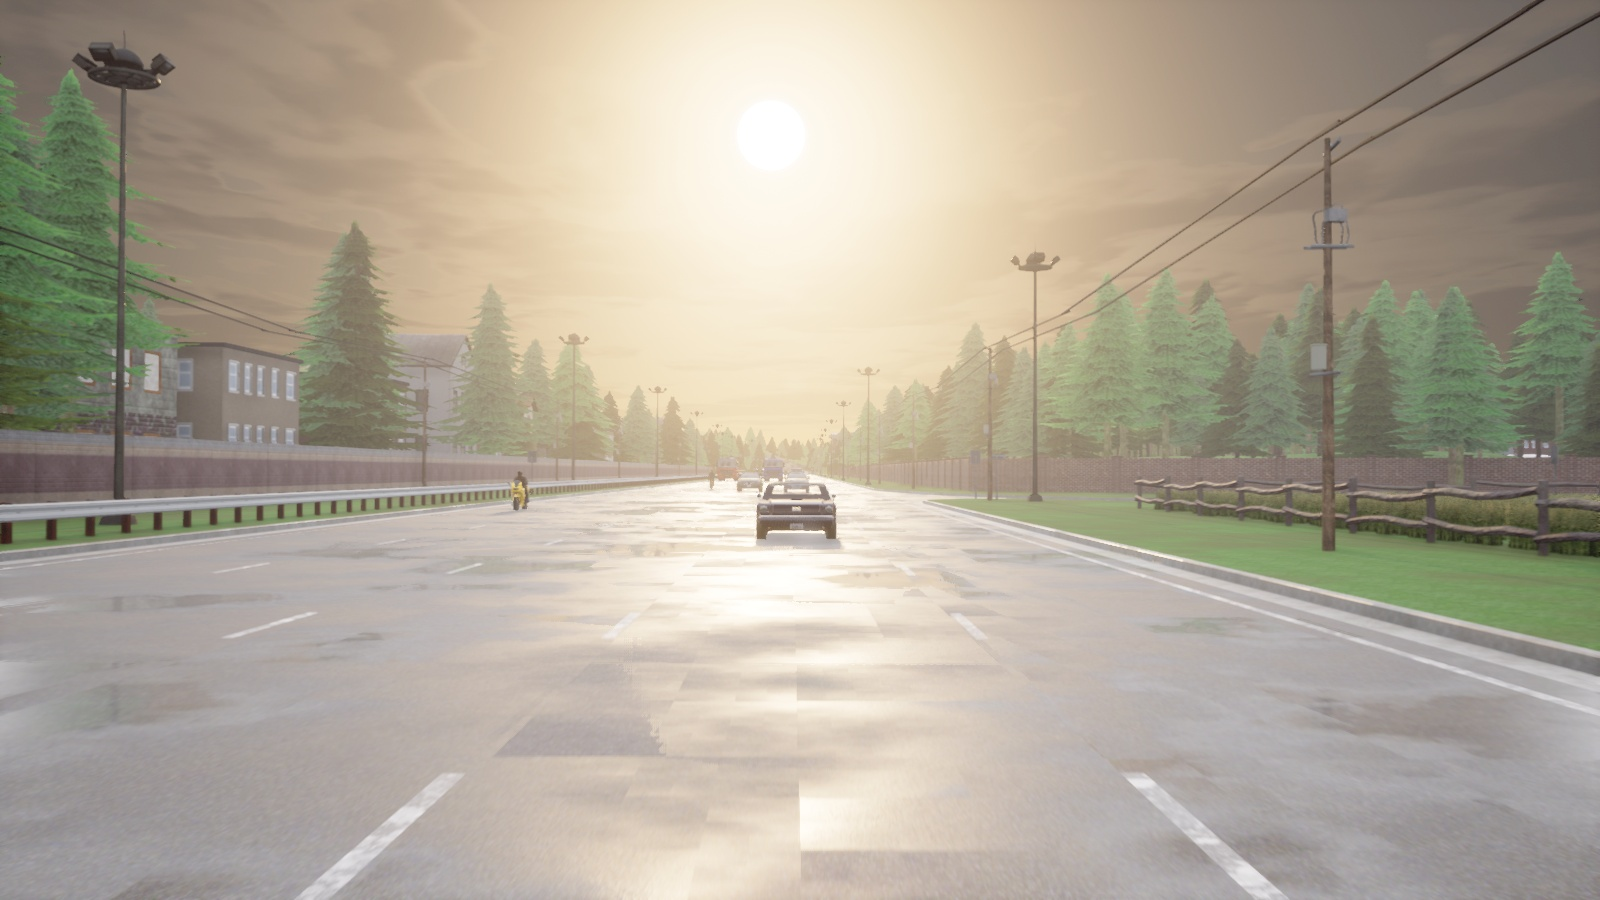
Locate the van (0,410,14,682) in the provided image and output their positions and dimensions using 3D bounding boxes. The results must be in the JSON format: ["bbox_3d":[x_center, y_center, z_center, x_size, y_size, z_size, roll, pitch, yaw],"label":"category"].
[{"bbox_3d":[-7.019,0.689,7.317,2.069,2.038,4.480,0,-1,0],"label":"van"}]

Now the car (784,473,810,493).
[{"bbox_3d":[-0.224,2.398,93.133,1.812,1.442,4.674,0,-1,0],"label":"car"}]

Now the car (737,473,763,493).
[{"bbox_3d":[-3.727,2.437,94.526,1.812,1.442,4.674,0,-1,0],"label":"car"}]

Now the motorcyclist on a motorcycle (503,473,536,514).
[{"bbox_3d":[-10.614,1.636,47.632,0.797,1.523,2.044,0,-1,0],"label":"motorcyclist on a motorcycle"}]

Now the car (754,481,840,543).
[{"bbox_3d":[-0.073,1.416,29.887,1.895,1.301,4.718,0,-1,0],"label":"car"}]
